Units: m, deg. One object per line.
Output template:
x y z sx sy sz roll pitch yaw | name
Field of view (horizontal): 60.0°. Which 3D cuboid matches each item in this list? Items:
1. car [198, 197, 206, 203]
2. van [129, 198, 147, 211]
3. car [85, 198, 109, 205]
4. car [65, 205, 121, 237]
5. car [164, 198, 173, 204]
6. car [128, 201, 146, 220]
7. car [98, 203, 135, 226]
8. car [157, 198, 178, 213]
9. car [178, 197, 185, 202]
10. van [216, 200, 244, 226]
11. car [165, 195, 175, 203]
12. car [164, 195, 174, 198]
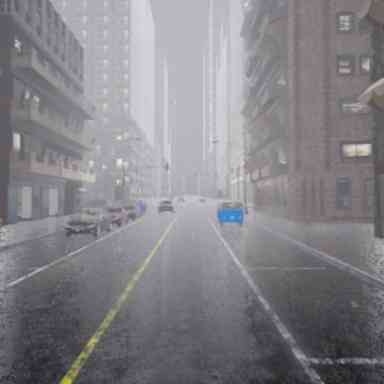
2.725 2.066 84.477 1.802 1.307 4.206 1 0 0 | car
-5.799 1.544 35.203 1.690 1.788 3.998 1 0 0 | van
-16.476 1.829 57.851 4.097 1.590 1.967 0 -2 0 | car
-5.638 1.658 18.581 2.008 1.369 4.403 1 0 0 | car
-5.656 2.033 78.843 1.802 1.307 4.206 1 0 0 | car
-5.635 1.737 29.661 1.947 1.339 4.313 1 0 0 | car
-5.637 1.721 24.121 1.802 1.307 4.206 1 0 0 | car
-3.003 1.737 39.955 1.837 1.490 4.892 0 -1 0 | car
-2.976 1.996 90.559 1.882 1.535 5.008 0 0 0 | car
2.715 1.481 24.173 1.690 1.788 3.998 1 0 0 | van
-5.649 1.798 84.419 2.192 1.841 5.009 1 0 0 | car
-5.654 1.860 73.268 1.967 1.590 4.097 1 0 0 | car
